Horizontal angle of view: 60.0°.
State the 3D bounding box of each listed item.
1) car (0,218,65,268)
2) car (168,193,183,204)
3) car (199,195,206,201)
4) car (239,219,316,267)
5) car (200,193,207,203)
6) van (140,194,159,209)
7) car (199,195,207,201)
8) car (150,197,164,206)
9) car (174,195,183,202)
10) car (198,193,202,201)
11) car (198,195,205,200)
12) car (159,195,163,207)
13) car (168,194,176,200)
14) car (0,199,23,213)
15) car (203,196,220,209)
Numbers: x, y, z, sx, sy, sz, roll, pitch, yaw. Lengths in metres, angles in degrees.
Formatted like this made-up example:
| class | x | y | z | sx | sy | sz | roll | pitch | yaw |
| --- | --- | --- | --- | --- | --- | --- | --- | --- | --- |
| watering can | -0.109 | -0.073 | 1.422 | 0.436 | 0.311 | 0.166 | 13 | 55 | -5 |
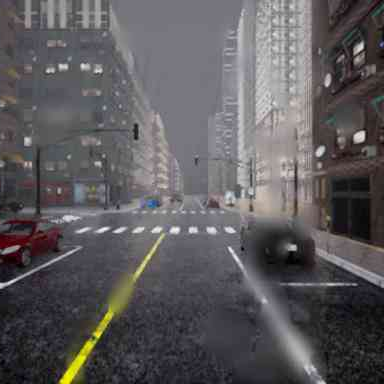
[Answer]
| class | x | y | z | sx | sy | sz | roll | pitch | yaw |
| --- | --- | --- | --- | --- | --- | --- | --- | --- | --- |
| car | -5.681 | 1.574 | 11.187 | 1.802 | 1.307 | 4.206 | 0 | 0 | 0 |
| car | -2.982 | 1.205 | 63.997 | 2.150 | 2.045 | 5.566 | 0 | 0 | 0 |
| car | 2.721 | 1.528 | 87.800 | 1.887 | 1.381 | 4.507 | 0 | 0 | 0 |
| car | 2.700 | 1.558 | 11.173 | 1.947 | 1.339 | 4.313 | 0 | 0 | 0 |
| car | 2.713 | 1.417 | 54.634 | 1.967 | 1.590 | 4.097 | 0 | 0 | 0 |
| van | -5.670 | 1.320 | 43.582 | 1.690 | 1.788 | 3.998 | 0 | 0 | 0 |
| car | 2.719 | 1.532 | 82.272 | 2.008 | 1.369 | 4.403 | 0 | 0 | 0 |
| car | -5.669 | 1.522 | 54.638 | 1.887 | 1.381 | 4.507 | 0 | 0 | 0 |
| car | -2.979 | 1.414 | 75.536 | 1.882 | 1.535 | 5.008 | 0 | 0 | 0 |
| car | 2.717 | 1.418 | 71.217 | 1.967 | 1.590 | 4.097 | 0 | 0 | 0 |
| car | 2.722 | 1.568 | 93.327 | 1.802 | 1.307 | 4.206 | 0 | 0 | 0 |
| car | -5.669 | 1.293 | 49.109 | 2.192 | 1.841 | 5.009 | 0 | 0 | 0 |
| car | -5.658 | 1.426 | 93.330 | 1.967 | 1.590 | 4.097 | 0 | 0 | 0 |
| car | -18.775 | 1.330 | 32.426 | 4.313 | 1.339 | 1.947 | 1 | -1 | 0 |
| car | 2.709 | 1.561 | 43.578 | 1.802 | 1.307 | 4.206 | 0 | 0 | 0 |
